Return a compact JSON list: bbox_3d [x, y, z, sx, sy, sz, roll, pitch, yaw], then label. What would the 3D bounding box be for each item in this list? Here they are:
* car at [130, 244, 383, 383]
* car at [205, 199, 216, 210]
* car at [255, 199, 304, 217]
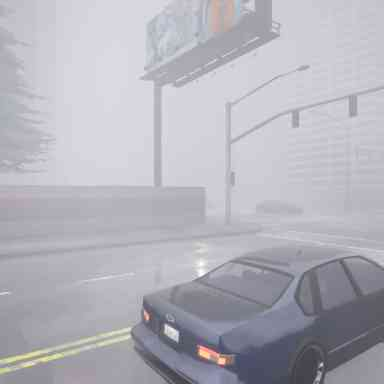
[{"bbox_3d":[1.796,1.547,5.044,5.357,1.411,2.033,0,0,-37],"label":"car"},{"bbox_3d":[1.051,1.477,42.547,1.882,1.535,5.008,0,0,-35],"label":"car"},{"bbox_3d":[8.394,1.478,32.180,1.882,1.535,5.008,0,0,-37],"label":"car"}]
